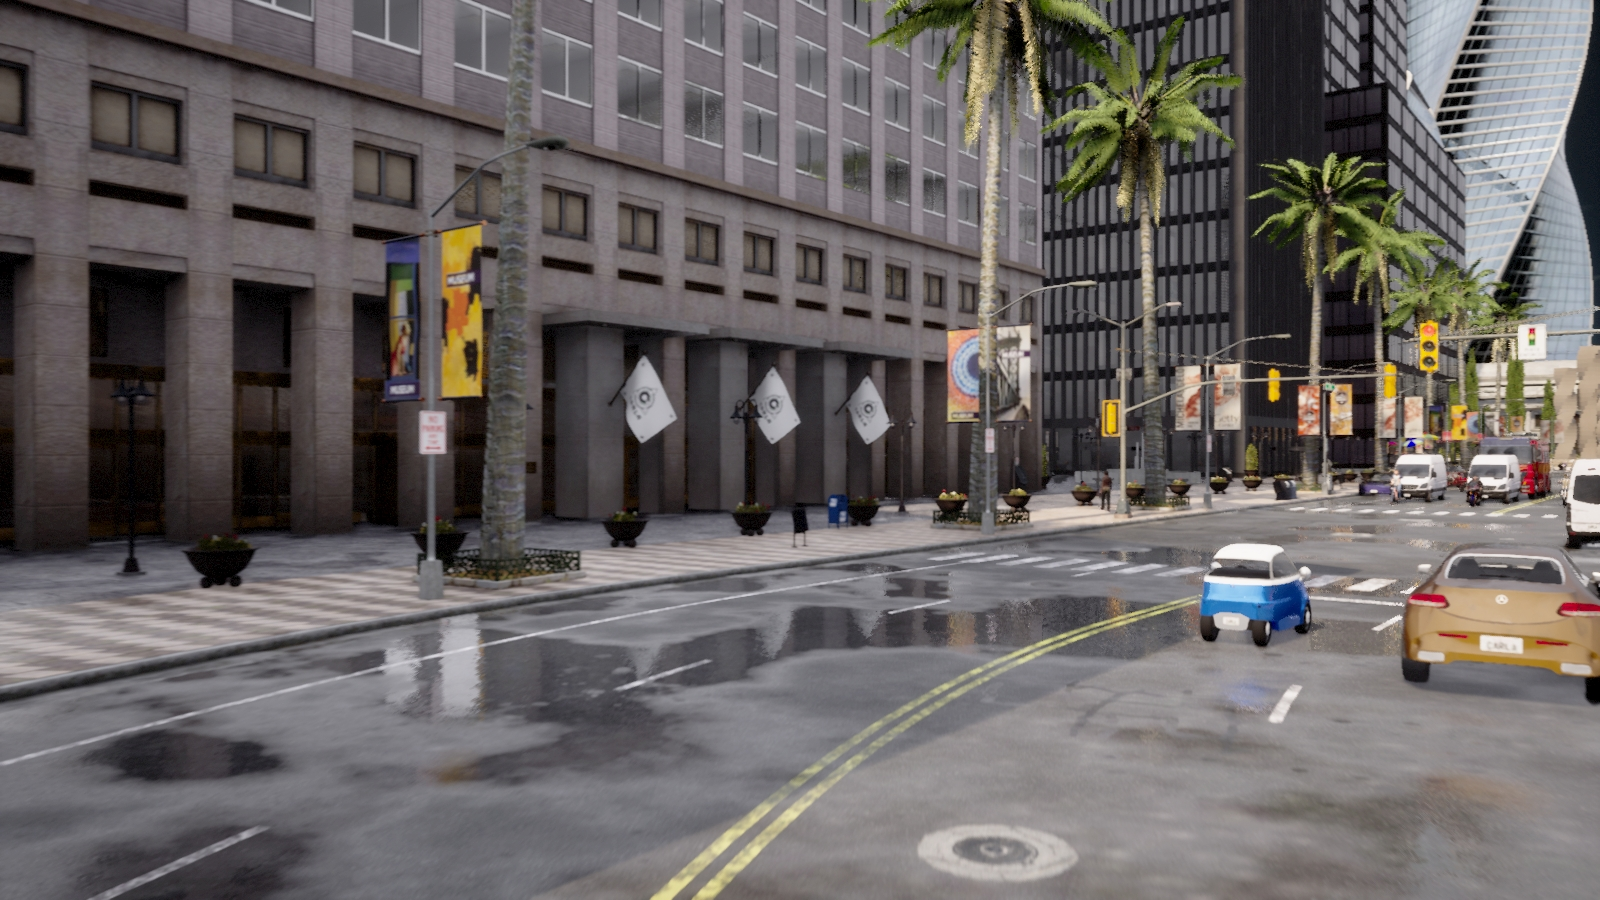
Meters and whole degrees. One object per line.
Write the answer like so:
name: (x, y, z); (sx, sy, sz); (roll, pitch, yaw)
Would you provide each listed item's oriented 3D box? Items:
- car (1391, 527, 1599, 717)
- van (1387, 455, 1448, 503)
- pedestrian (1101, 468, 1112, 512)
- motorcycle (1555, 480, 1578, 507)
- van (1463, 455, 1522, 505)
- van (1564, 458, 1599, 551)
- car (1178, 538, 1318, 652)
car: (9.088, 1.995, 14.668); (2.152, 1.651, 5.027); (0, 0, 33)
van: (34.362, 1.548, 63.500); (1.988, 2.561, 5.915); (0, 0, 39)
pedestrian: (13.032, 1.701, 48.601); (0.375, 1.860, 0.375); (0, 0, -3)
motorcycle: (38.830, 2.185, 57.885); (0.764, 1.277, 2.356); (0, 0, 39)
van: (37.524, 1.549, 61.848); (1.988, 2.561, 5.915); (0, 0, 39)
van: (24.448, 1.544, 34.328); (1.988, 2.561, 5.915); (0, 0, 39)
car: (6.799, 2.123, 17.263); (1.481, 1.376, 2.207); (0, 0, 35)
